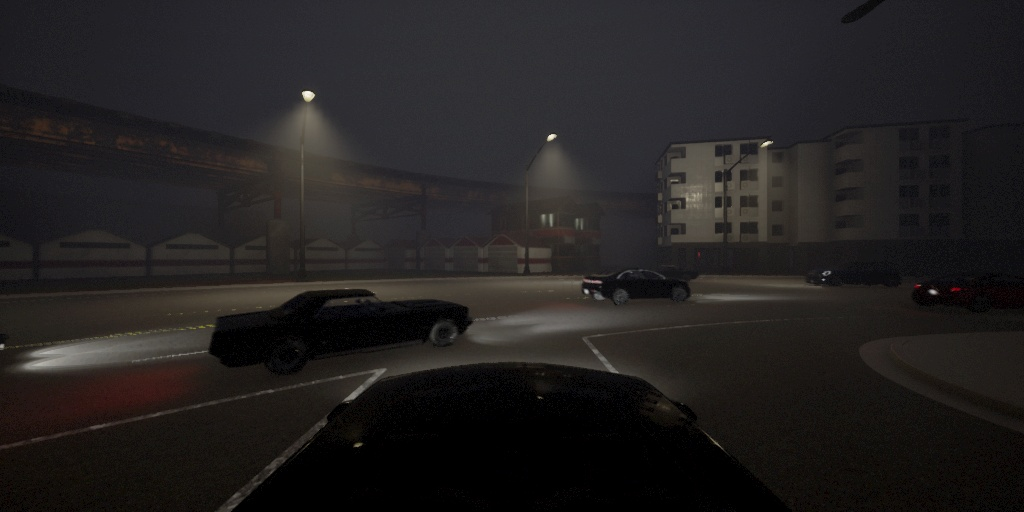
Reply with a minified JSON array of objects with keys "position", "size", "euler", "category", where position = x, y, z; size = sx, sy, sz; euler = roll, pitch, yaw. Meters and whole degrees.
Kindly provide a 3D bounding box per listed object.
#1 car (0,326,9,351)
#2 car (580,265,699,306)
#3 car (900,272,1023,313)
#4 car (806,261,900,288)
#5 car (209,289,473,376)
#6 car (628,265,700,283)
[{"position":[-11.210,1.298,4.657],"size":[2.033,1.411,5.357],"euler":[0,0,41],"category":"car"},{"position":[5.370,1.245,15.508],"size":[4.902,1.511,2.128],"euler":[0,0,-18],"category":"car"},{"position":[17.755,1.317,13.326],"size":[4.181,1.385,1.994],"euler":[0,0,3],"category":"car"},{"position":[22.211,1.107,23.528],"size":[4.553,1.767,2.097],"euler":[0,0,9],"category":"car"},{"position":[-3.224,1.352,7.507],"size":[4.718,1.301,1.895],"euler":[0,0,-38],"category":"car"},{"position":[11.520,1.357,27.433],"size":[4.718,1.301,1.895],"euler":[0,0,-4],"category":"car"}]
